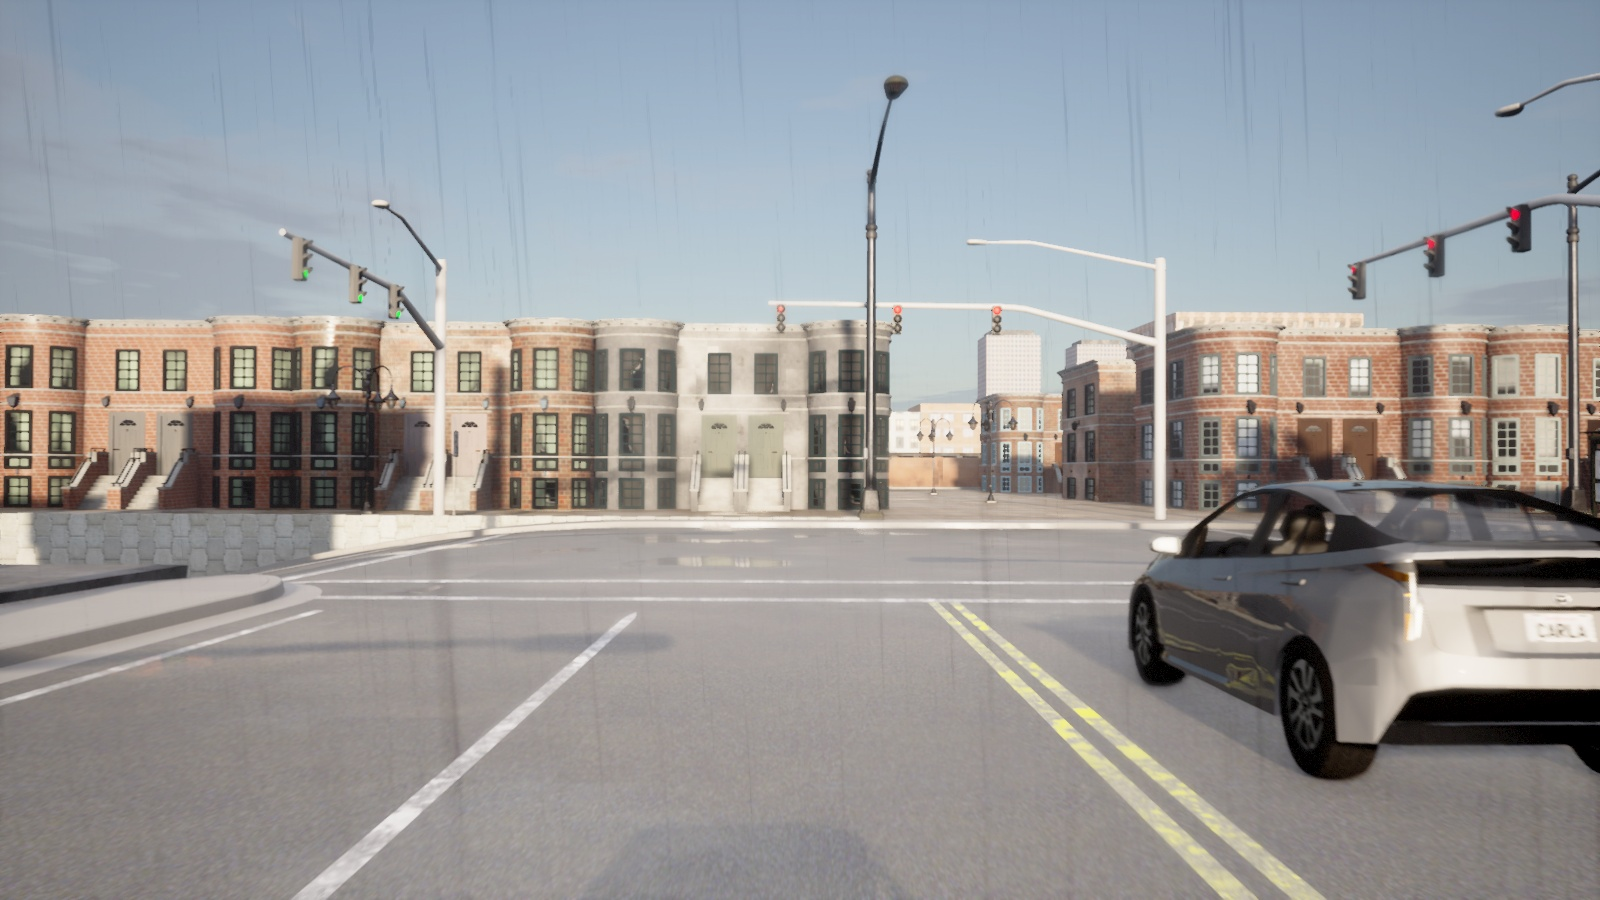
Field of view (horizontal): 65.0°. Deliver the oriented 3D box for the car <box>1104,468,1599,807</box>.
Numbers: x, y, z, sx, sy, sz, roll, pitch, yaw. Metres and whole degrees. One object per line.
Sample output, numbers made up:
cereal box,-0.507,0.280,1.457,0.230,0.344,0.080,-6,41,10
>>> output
car,3.482,0.882,7.940,2.007,1.525,4.514,0,-1,0
